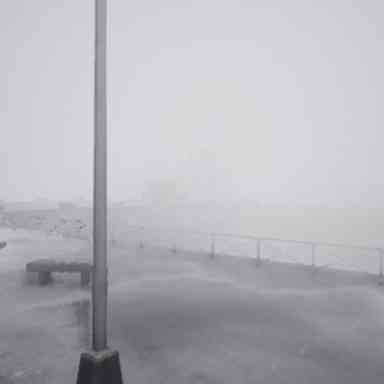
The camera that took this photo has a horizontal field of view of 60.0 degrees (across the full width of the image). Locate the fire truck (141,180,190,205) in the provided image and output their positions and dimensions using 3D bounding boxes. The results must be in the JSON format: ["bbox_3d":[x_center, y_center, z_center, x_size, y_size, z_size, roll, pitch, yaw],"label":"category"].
[{"bbox_3d":[-3.907,0.170,50.583,2.891,3.827,8.468,0,0,35],"label":"fire truck"}]
